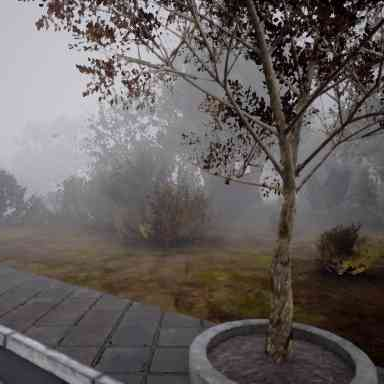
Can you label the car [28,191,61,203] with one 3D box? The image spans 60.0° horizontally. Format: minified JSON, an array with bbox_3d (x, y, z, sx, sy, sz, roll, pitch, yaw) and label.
[{"bbox_3d":[-18.148,0.938,42.342,2.150,2.045,5.566,1,0,32],"label":"car"}]
